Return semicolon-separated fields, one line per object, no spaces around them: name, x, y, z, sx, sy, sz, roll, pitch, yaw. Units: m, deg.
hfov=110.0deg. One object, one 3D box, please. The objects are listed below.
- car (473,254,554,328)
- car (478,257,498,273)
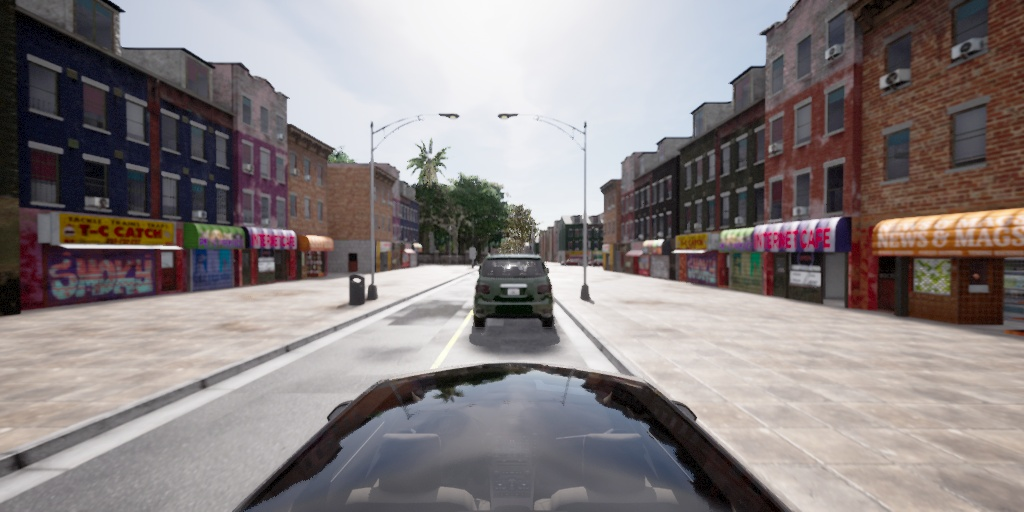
car;0.055;0.945;11.405;2.150;2.045;5.566;0;0;0
car;-2.834;1.033;43.706;2.097;1.767;4.553;0;0;0
